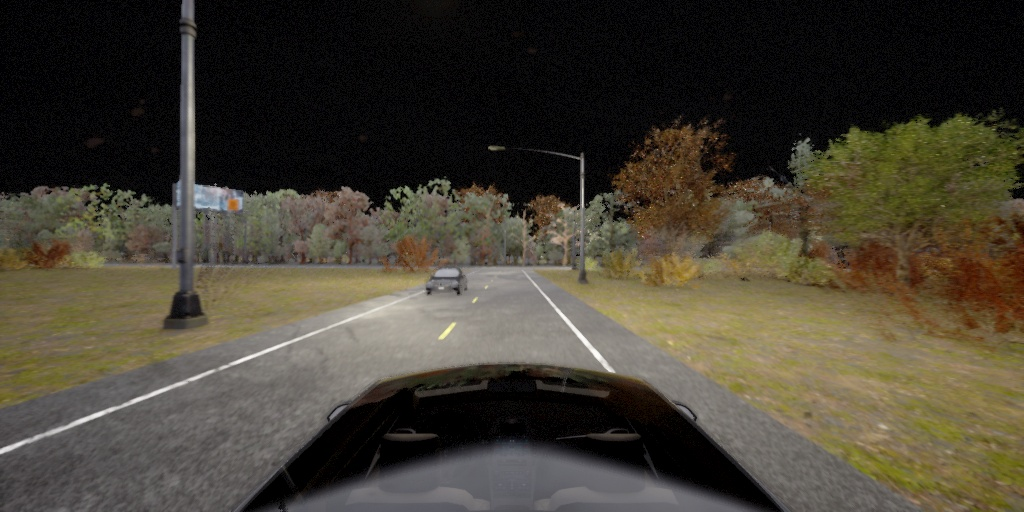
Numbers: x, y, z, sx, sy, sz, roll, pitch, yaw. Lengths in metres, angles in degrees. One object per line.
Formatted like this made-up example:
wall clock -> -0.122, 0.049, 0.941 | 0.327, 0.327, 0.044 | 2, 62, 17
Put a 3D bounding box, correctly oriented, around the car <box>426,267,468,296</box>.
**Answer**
car -> -3.600, 1.389, 20.550 | 1.812, 1.442, 4.674 | 0, 0, 0
